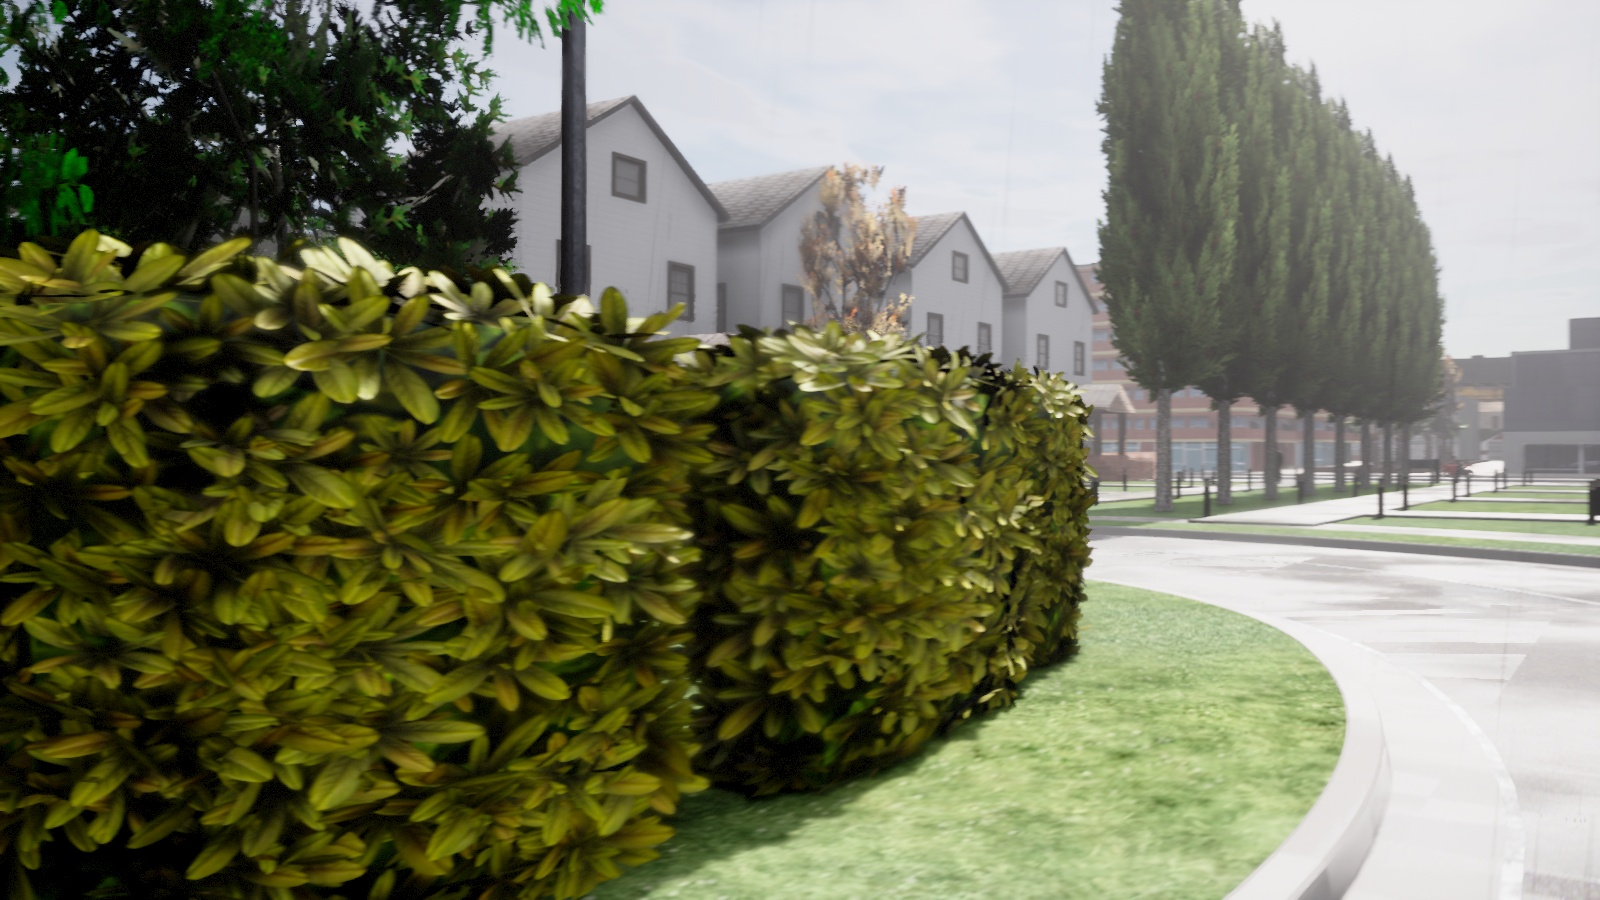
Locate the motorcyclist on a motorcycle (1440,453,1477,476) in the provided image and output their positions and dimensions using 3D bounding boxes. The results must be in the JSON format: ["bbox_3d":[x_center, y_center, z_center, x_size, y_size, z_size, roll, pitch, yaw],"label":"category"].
[{"bbox_3d":[42.584,0.931,81.187,2.044,1.523,0.797,0,0,34],"label":"motorcyclist on a motorcycle"}]
